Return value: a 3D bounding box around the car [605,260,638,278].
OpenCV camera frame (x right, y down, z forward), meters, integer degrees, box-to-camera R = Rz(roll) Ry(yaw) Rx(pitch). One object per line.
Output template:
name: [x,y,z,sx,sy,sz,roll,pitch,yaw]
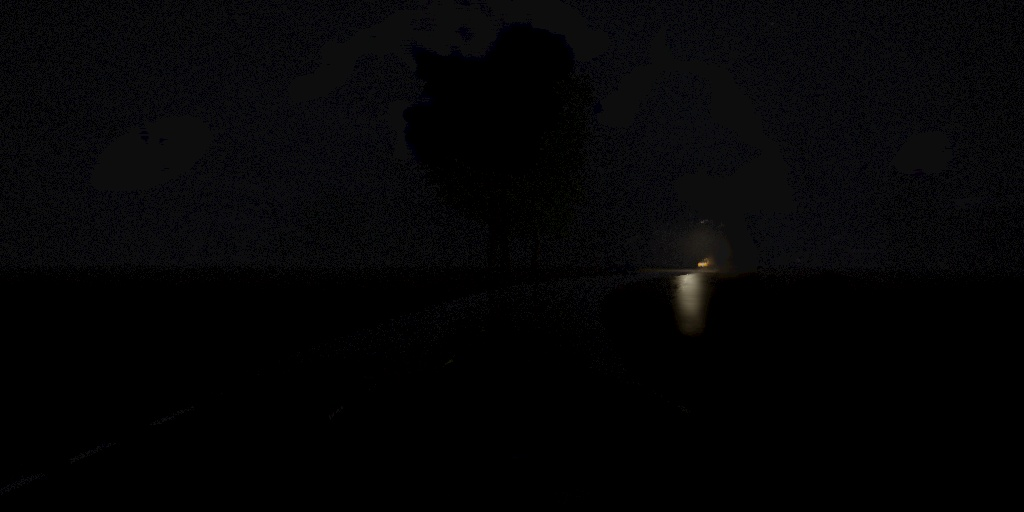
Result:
car: [10.021,1.070,32.707,1.882,1.535,5.008,0,0,33]
